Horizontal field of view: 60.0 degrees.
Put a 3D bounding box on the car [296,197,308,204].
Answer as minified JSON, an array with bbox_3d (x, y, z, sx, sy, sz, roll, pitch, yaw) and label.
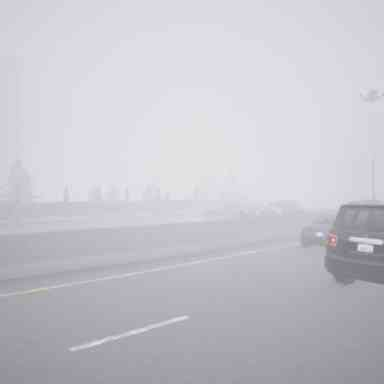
[{"bbox_3d":[22.405,1.675,67.518,2.033,1.411,5.357,-1,0,22],"label":"car"}]

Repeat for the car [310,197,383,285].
[{"bbox_3d":[5.485,1.210,8.415,5.566,2.045,2.150,0,0,-41],"label":"car"}]

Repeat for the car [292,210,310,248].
[{"bbox_3d":[6.278,1.562,13.939,4.181,1.385,1.994,0,0,-43],"label":"car"}]

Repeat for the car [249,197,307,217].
[{"bbox_3d":[6.523,1.385,24.508,2.097,1.767,4.553,-1,0,41],"label":"car"}]

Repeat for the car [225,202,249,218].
[{"bbox_3d":[5.142,1.657,28.160,1.895,1.301,4.718,-1,0,40],"label":"car"}]

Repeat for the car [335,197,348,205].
[{"bbox_3d":[27.087,1.618,60.431,2.033,1.411,5.357,-1,0,22],"label":"car"}]

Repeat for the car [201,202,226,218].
[{"bbox_3d":[3.145,1.628,31.161,2.033,1.411,5.357,0,0,40],"label":"car"}]
